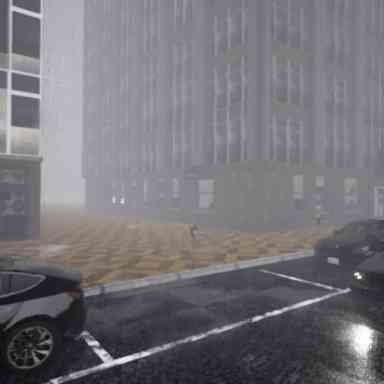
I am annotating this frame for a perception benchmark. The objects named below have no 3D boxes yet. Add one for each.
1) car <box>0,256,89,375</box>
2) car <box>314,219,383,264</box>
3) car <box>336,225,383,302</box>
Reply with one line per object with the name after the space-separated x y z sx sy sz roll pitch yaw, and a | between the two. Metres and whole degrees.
-3.491 1.566 4.063 4.313 1.339 1.947 0 0 -35 | car
5.776 1.573 10.667 4.313 1.339 1.947 0 0 -35 | car
5.740 1.553 7.468 5.357 1.411 2.033 0 0 -35 | car
